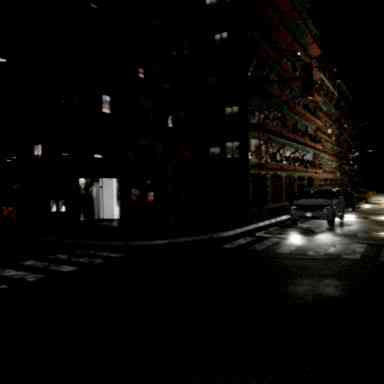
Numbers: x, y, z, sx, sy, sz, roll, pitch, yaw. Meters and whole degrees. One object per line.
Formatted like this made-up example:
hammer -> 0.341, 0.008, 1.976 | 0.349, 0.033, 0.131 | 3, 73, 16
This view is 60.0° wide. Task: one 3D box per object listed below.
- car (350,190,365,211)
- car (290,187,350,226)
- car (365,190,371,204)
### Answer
car -> 12.836, 0.749, 27.799 | 2.128, 1.511, 4.902 | -1, 1, 32
car -> 7.396, 0.730, 19.254 | 2.150, 2.045, 5.566 | -1, 1, 32
car -> 18.619, 0.472, 36.850 | 1.882, 1.535, 5.008 | -1, 1, 33
